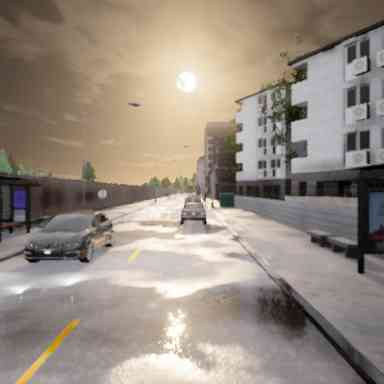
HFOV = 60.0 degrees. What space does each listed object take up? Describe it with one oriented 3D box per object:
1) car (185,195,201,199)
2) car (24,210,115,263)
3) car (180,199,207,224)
[{"bbox_3d":[0.108,1.161,44.608,2.097,1.767,4.553,0,0,0],"label":"car"},{"bbox_3d":[-4.072,1.455,11.848,1.837,1.490,4.892,0,0,1],"label":"car"},{"bbox_3d":[0.102,1.445,23.894,2.033,1.411,5.357,0,0,0],"label":"car"}]
